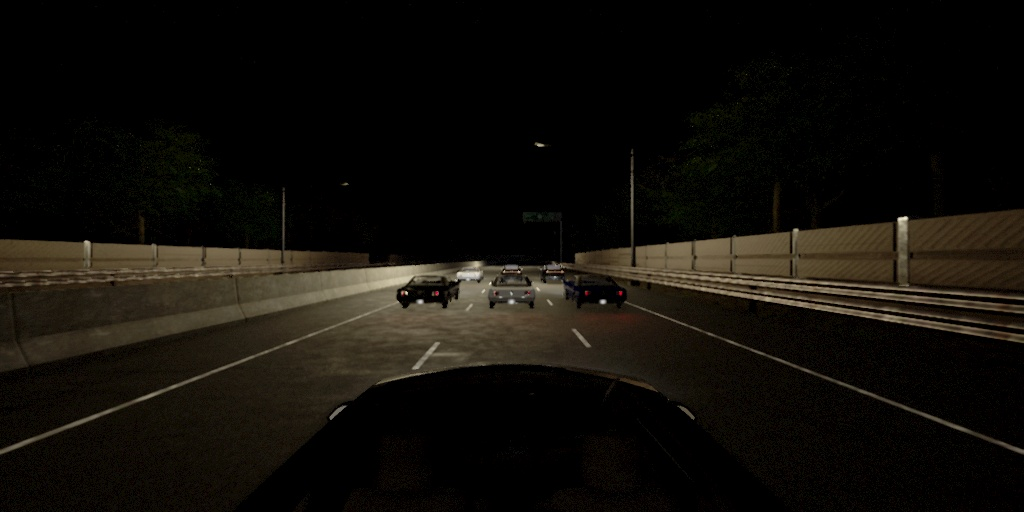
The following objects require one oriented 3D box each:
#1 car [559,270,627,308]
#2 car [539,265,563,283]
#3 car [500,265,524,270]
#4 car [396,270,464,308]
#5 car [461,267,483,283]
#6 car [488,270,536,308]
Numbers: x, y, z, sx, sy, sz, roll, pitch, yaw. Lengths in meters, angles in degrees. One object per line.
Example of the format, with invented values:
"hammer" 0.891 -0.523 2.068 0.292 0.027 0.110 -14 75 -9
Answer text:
"car" 3.488 1.480 15.957 1.895 1.301 4.718 0 0 0
"car" 3.476 1.504 31.156 2.128 1.511 4.902 0 0 0
"car" -0.024 1.504 31.141 2.128 1.511 4.902 0 0 0
"car" -3.512 1.480 15.950 1.895 1.301 4.718 0 0 0
"car" -3.526 1.611 30.953 1.895 1.301 4.718 0 0 0
"car" -0.012 1.480 15.956 1.895 1.301 4.718 0 0 0
